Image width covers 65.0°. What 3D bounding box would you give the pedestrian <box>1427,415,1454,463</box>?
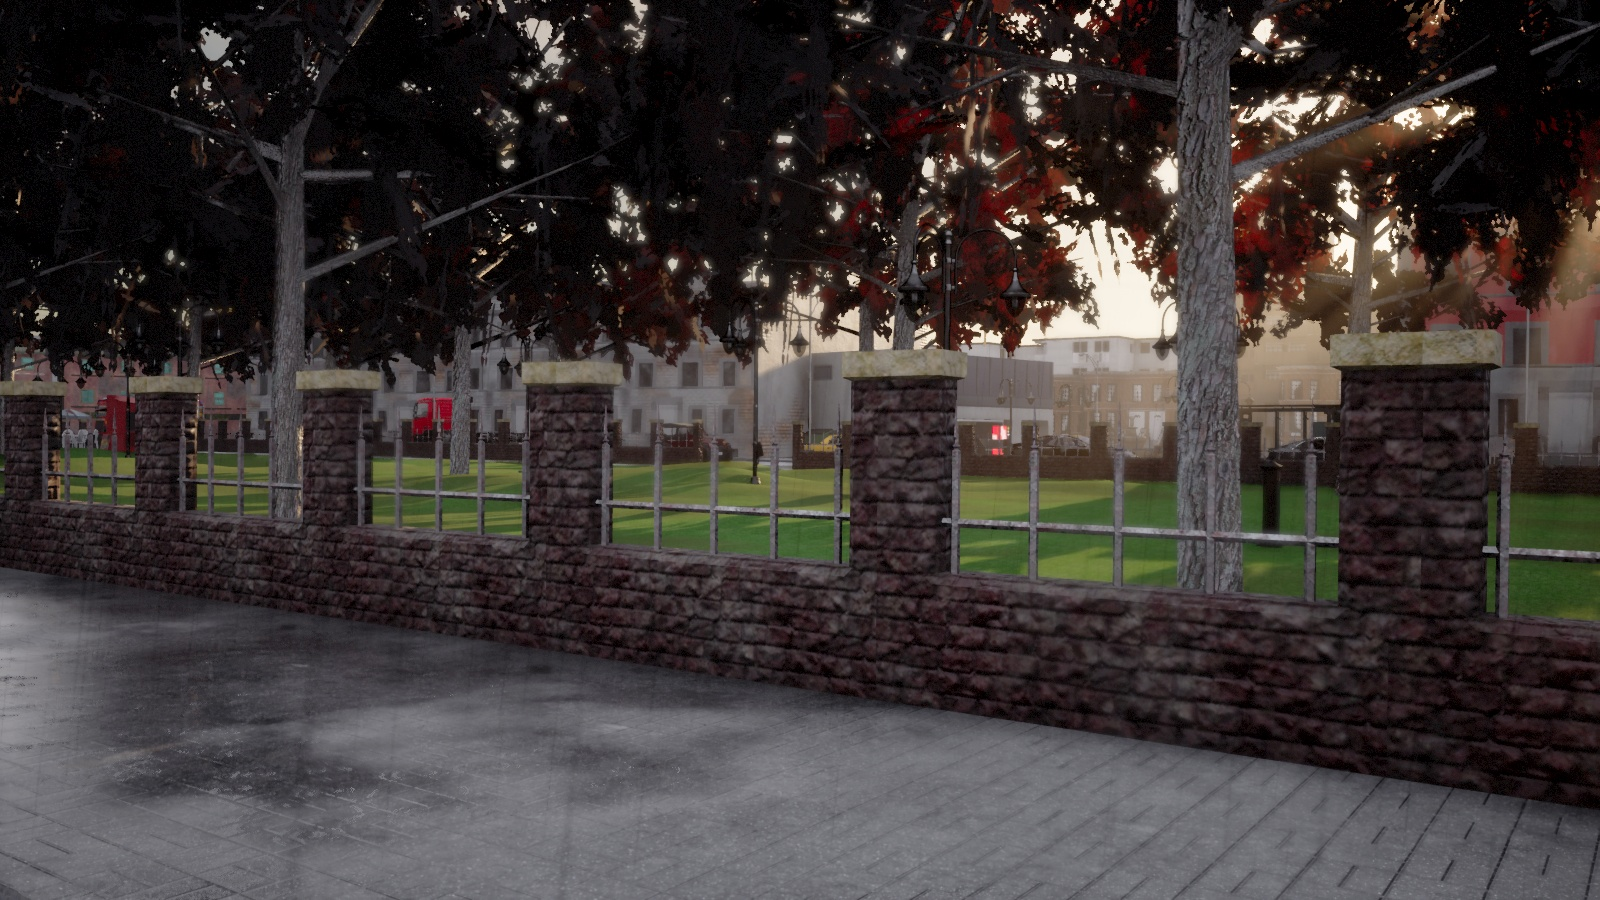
[{"bbox_3d":[24.227,-0.427,47.525,0.869,1.805,0.328,0,1,33],"label":"pedestrian"}]

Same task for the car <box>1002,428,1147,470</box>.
[{"bbox_3d":[10.341,-0.054,47.469,4.902,1.511,2.128,0,1,35],"label":"car"}]

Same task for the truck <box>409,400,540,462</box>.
[{"bbox_3d":[-18.963,-1.074,72.916,7.936,3.462,2.891,0,1,35],"label":"truck"}]

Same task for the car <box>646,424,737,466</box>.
[{"bbox_3d":[-5.030,-0.223,58.272,3.866,1.878,1.905,0,1,35],"label":"car"}]

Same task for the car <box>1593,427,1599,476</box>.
[{"bbox_3d":[25.908,0.024,36.535,4.674,1.442,1.812,0,1,36],"label":"car"}]

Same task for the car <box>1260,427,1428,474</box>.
[{"bbox_3d":[18.149,-0.001,41.978,4.892,1.490,1.837,0,1,35],"label":"car"}]

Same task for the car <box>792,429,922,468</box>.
[{"bbox_3d":[2.360,-0.076,53.081,5.366,1.575,1.801,0,1,35],"label":"car"}]
